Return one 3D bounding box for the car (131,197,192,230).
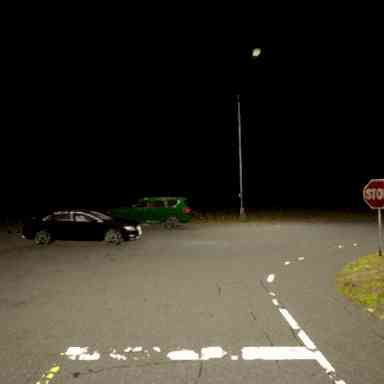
[{"bbox_3d":[-2.798,1.390,21.552,5.566,2.045,2.150,-1,-1,-1],"label":"car"}]

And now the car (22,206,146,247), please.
[{"bbox_3d":[-4.734,1.520,14.531,4.902,1.511,2.128,0,-1,-1],"label":"car"}]
